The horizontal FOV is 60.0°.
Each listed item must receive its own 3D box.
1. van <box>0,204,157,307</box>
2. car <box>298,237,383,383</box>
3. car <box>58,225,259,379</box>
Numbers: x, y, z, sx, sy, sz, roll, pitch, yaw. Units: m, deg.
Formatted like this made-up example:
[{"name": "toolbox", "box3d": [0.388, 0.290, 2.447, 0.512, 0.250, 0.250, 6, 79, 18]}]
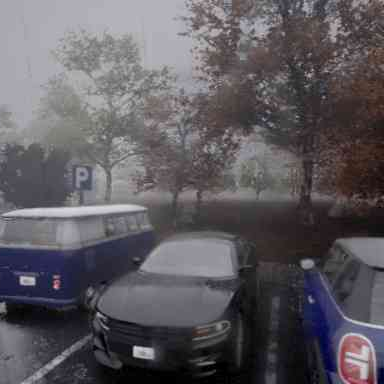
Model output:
[{"name": "van", "box3d": [-2.282, 1.303, 7.841, 1.878, 1.987, 4.442, 0, -1, 15]}, {"name": "car", "box3d": [2.532, 1.361, 4.267, 2.185, 1.767, 4.553, 0, -1, 15]}, {"name": "car", "box3d": [0.130, 1.507, 6.018, 2.097, 1.535, 5.008, 0, -1, 15]}]
